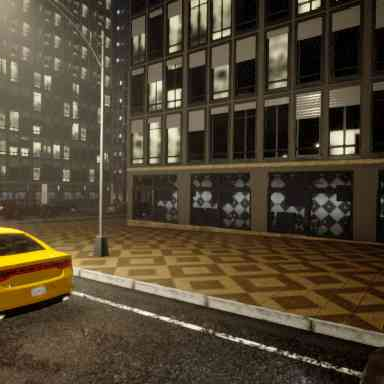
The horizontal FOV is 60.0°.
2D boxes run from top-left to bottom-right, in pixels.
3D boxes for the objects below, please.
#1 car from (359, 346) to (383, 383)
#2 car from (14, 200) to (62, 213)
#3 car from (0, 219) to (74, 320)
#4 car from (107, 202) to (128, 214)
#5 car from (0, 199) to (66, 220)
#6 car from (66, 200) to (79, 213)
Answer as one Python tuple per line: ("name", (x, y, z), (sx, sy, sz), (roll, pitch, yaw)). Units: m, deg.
("car", (3.479, 1.548, 1.217), (5.357, 1.411, 2.033), (0, 0, 35))
("car", (-17.913, 1.643, 38.964), (1.752, 1.417, 4.829), (1, 0, 36))
("car", (-4.540, 1.474, 6.890), (5.008, 1.535, 1.882), (0, 0, 35))
("car", (-7.617, 1.830, 38.831), (1.752, 1.417, 4.829), (1, 0, 36))
("car", (-14.388, 1.519, 29.600), (2.192, 1.841, 5.009), (1, 0, 36))
("car", (-15.366, 1.673, 38.043), (1.837, 1.490, 4.892), (1, 0, 36))
